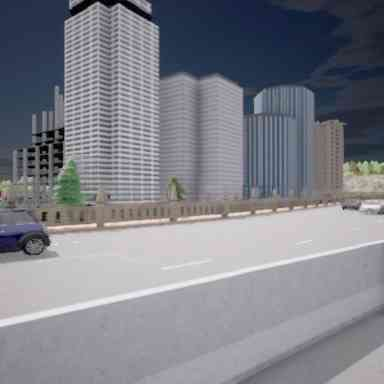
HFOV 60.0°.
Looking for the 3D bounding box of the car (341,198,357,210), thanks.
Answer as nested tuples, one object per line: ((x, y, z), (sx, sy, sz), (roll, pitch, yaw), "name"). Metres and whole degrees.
((20.733, 1.610, 42.961), (1.837, 1.490, 4.892), (0, 0, 37), "car")

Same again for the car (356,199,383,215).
((18.907, 1.607, 34.734), (1.812, 1.442, 4.674), (0, 0, 37), "car")

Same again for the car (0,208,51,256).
((-7.516, 1.415, 11.691), (4.553, 1.767, 2.097), (0, 0, -37), "car")
